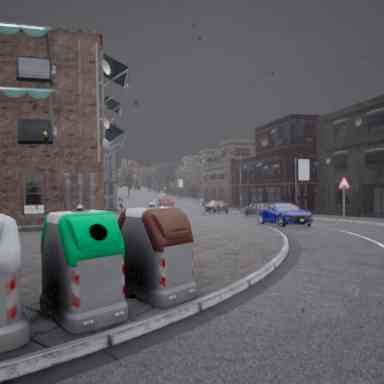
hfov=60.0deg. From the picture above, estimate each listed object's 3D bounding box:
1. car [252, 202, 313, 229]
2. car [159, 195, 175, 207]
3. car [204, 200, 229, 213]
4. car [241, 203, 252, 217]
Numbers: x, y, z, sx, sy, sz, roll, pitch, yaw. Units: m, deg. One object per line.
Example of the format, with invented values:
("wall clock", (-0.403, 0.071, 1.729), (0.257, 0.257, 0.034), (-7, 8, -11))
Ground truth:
("car", (5.792, 1.406, 21.254), (1.882, 1.535, 5.008), (-1, -2, -10))
("car", (-4.784, 1.723, 62.593), (2.150, 2.045, 5.566), (-1, 2, -14))
("car", (3.218, 1.892, 44.754), (2.097, 1.767, 4.553), (-1, -1, -16))
("car", (6.511, 1.729, 32.325), (2.033, 1.411, 5.357), (-1, -1, -15))
